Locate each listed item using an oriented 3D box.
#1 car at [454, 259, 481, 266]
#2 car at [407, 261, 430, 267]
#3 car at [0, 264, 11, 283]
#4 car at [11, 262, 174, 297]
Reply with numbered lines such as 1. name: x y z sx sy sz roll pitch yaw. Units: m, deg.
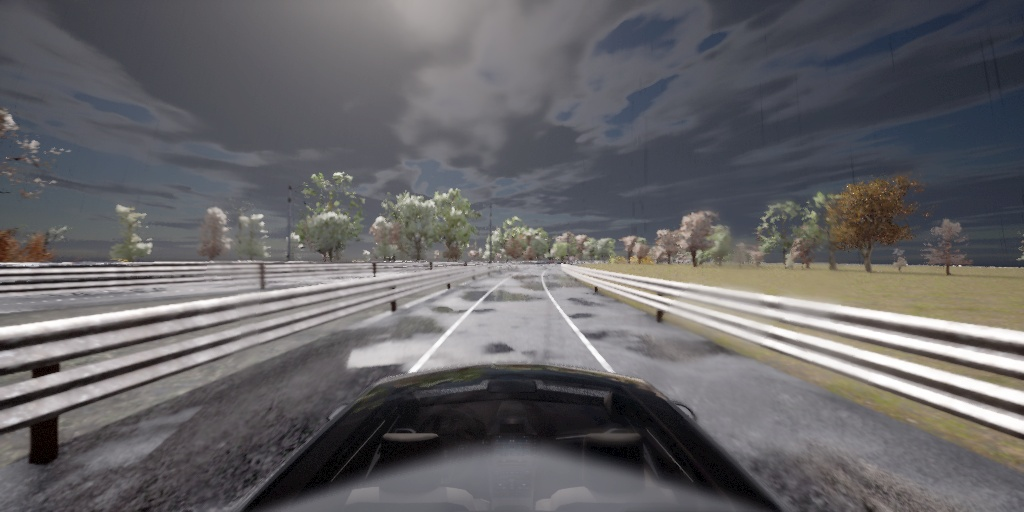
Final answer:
1. car: -7.675 1.391 62.151 2.097 1.767 4.553 0 -1 16
2. car: -13.709 1.412 53.420 1.882 1.535 5.008 0 -1 15
3. car: -22.459 1.048 17.567 1.812 1.442 4.674 0 -1 12
4. car: -19.009 1.015 16.978 2.128 1.511 4.902 0 -1 12
